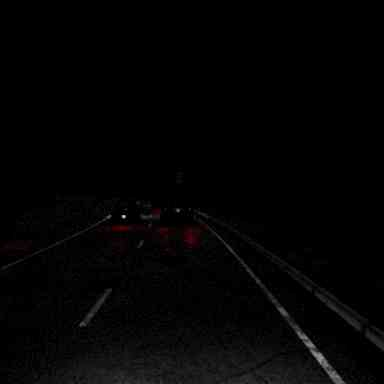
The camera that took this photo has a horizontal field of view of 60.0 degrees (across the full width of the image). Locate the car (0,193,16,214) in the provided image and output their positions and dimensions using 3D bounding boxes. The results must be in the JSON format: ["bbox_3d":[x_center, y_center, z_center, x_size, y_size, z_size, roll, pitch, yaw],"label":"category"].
[{"bbox_3d":[-11.241,1.105,17.208,2.150,2.045,5.566,0,0,-4],"label":"car"}]

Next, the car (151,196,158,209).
[{"bbox_3d":[-4.027,1.202,41.103,2.128,1.511,4.902,0,1,-12],"label":"car"}]

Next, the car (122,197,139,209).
[{"bbox_3d":[-7.649,1.305,41.388,1.895,1.301,4.718,0,0,-13],"label":"car"}]

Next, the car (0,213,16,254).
[{"bbox_3d":[-7.337,1.539,9.730,1.895,1.301,4.718,0,0,-2],"label":"car"}]

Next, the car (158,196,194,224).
[{"bbox_3d":[-1.101,1.190,23.150,2.097,1.767,4.553,0,0,-6],"label":"car"}]

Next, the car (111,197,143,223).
[{"bbox_3d":[-4.707,1.336,24.034,1.837,1.490,4.892,0,0,-6],"label":"car"}]
